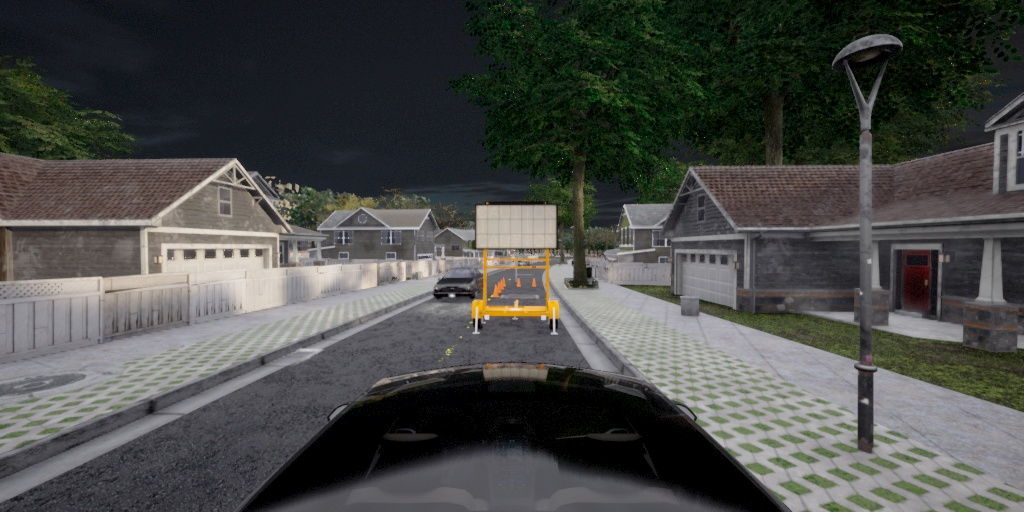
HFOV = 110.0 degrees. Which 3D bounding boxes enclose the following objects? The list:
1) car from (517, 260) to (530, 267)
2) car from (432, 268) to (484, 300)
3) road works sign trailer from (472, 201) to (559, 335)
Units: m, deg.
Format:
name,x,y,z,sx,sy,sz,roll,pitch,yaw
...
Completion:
name,x,y,z,sx,sy,sz,roll,pitch,yaw
car,1.800,1.183,59.545,2.128,1.511,4.902,0,0,9
car,-2.427,1.294,17.827,2.033,1.411,5.357,0,0,3
road works sign trailer,0.128,0.213,10.555,2.380,3.560,2.880,0,0,2
